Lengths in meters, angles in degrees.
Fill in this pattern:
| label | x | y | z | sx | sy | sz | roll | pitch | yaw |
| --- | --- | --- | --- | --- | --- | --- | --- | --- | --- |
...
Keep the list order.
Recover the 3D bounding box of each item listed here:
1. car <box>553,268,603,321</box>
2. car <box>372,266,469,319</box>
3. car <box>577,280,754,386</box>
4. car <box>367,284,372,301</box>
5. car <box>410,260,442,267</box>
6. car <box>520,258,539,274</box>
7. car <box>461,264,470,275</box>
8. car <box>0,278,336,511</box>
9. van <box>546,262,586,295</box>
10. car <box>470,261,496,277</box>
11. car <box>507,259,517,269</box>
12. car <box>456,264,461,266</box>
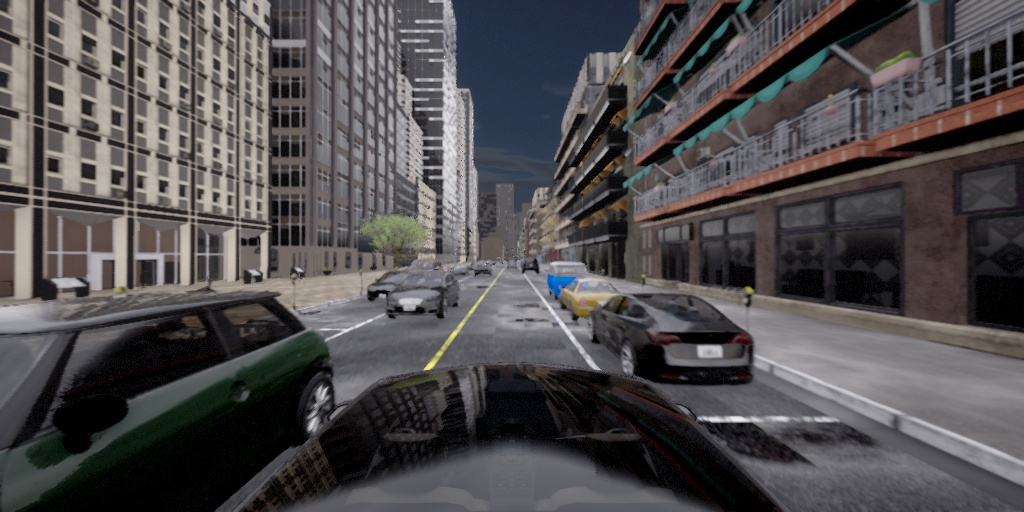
| label | x | y | z | sx | sy | sz | roll | pitch | yaw |
| --- | --- | --- | --- | --- | --- | --- | --- | --- | --- |
| car | 2.686 | 1.334 | 12.636 | 1.751 | 1.417 | 4.829 | 0 | 0 | 0 |
| car | -3.052 | 1.304 | 13.175 | 2.128 | 1.511 | 4.902 | 0 | 0 | 0 |
| car | 2.688 | 1.344 | 6.944 | 1.948 | 1.339 | 4.313 | 0 | 0 | 0 |
| car | -5.696 | 1.405 | 17.988 | 1.948 | 1.339 | 4.313 | 0 | 0 | 0 |
| car | -5.697 | 1.187 | 23.509 | 2.192 | 1.841 | 5.009 | 0 | 0 | 0 |
| car | 2.382 | 1.245 | 47.014 | 2.150 | 2.045 | 5.566 | 0 | 0 | 0 |
| car | -5.701 | 1.524 | 40.078 | 2.007 | 1.370 | 4.403 | 0 | 0 | 0 |
| car | -3.090 | 1.104 | 2.238 | 2.097 | 1.767 | 4.553 | 0 | 0 | 0 |
| van | 2.685 | 1.181 | 17.989 | 1.690 | 1.789 | 3.998 | 0 | 0 | 0 |
| car | -3.102 | 1.571 | 39.602 | 1.895 | 1.301 | 4.718 | 0 | 0 | 0 |
| car | -0.016 | 1.681 | 64.699 | 2.033 | 1.411 | 5.357 | 0 | 0 | 0 |
| car | -5.699 | 1.456 | 29.033 | 2.007 | 1.370 | 4.403 | 0 | 0 | 0 |
